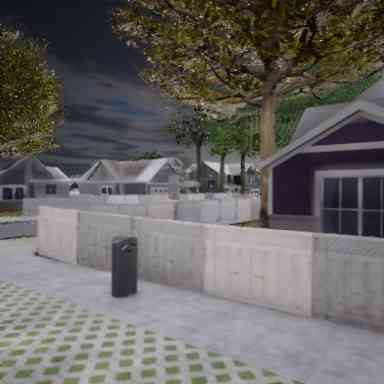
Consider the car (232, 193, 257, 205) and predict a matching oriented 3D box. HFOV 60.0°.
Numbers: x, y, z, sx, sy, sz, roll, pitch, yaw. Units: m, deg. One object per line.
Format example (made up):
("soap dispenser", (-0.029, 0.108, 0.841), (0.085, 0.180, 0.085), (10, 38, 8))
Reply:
("car", (6.681, 0.971, 42.610), (2.097, 1.767, 4.553), (1, 1, 36))
